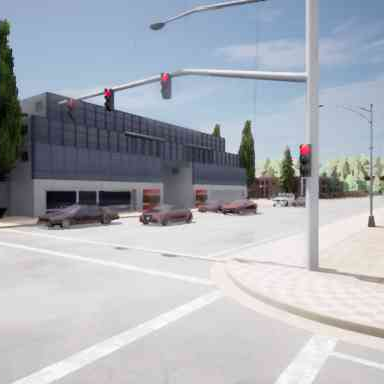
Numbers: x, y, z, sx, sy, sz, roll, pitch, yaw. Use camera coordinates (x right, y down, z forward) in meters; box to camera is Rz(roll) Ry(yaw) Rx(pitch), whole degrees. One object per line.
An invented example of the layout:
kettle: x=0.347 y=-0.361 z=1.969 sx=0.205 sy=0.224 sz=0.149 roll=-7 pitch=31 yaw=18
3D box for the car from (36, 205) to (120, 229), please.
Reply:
car: x=-7.275 y=1.546 z=21.872 sx=2.033 sy=1.411 sz=5.357 roll=0 pitch=0 yaw=37

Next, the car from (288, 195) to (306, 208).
car: x=16.098 y=1.507 z=48.209 sx=1.837 sy=1.490 sz=4.892 roll=0 pitch=-1 yaw=36

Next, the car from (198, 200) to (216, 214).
car: x=2.437 y=1.563 z=35.336 sx=1.994 sy=1.385 sz=4.181 roll=0 pitch=0 yaw=36

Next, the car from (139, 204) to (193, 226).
car: x=-1.740 y=1.563 z=23.527 sx=1.994 sy=1.385 sz=4.181 roll=0 pitch=0 yaw=36

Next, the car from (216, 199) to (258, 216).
car: x=4.753 y=1.477 z=32.562 sx=1.882 sy=1.535 sz=5.008 roll=0 pitch=0 yaw=36

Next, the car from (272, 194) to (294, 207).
car: x=14.400 y=1.260 z=51.809 sx=2.150 sy=2.045 sz=5.566 roll=0 pitch=0 yaw=36
